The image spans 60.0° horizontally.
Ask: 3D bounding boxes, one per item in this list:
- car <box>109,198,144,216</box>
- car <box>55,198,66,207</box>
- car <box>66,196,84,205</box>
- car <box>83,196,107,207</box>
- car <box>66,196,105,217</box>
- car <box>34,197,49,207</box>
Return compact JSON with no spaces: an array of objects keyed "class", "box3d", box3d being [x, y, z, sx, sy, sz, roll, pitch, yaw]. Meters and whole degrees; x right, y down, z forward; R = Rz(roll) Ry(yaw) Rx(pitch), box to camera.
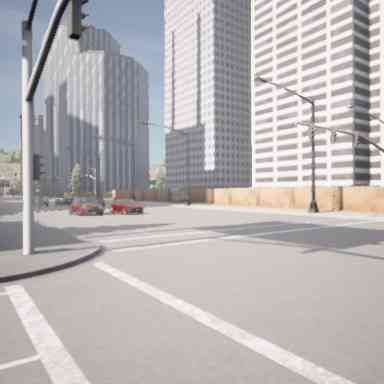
[{"class":"car","box3d":[-6.430,1.398,32.372,1.882,1.535,5.008,-1,0,-35]},{"class":"car","box3d":[-19.719,1.534,51.460,1.895,1.301,4.718,-1,0,-35]},{"class":"car","box3d":[-20.802,1.437,59.113,1.812,1.442,4.674,-1,0,-35]},{"class":"car","box3d":[-14.779,1.396,50.615,2.128,1.511,4.902,-1,0,-35]},{"class":"car","box3d":[-9.927,1.299,31.264,2.097,1.767,4.553,-1,0,-35]},{"class":"car","box3d":[-23.032,1.506,50.098,2.033,1.411,5.357,-1,0,-35]}]
